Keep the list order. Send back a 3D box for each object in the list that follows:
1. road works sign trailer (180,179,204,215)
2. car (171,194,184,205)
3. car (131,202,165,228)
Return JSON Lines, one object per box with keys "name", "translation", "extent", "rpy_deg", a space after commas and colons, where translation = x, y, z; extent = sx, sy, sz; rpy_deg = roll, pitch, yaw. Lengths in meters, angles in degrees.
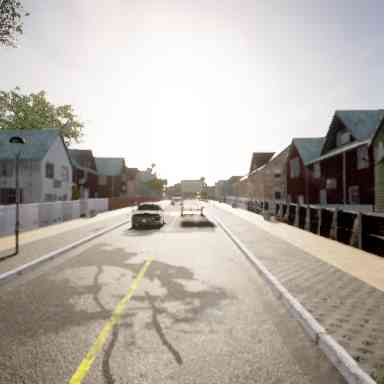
{"name": "road works sign trailer", "translation": [-0.013, 0.446, 33.809], "extent": [2.380, 3.560, 2.880], "rpy_deg": [0, 0, 1]}
{"name": "car", "translation": [-2.790, 1.329, 62.992], "extent": [2.150, 2.045, 5.566], "rpy_deg": [0, 0, 1]}
{"name": "car", "translation": [-2.855, 1.476, 22.229], "extent": [1.837, 1.490, 4.892], "rpy_deg": [0, 0, 0]}
